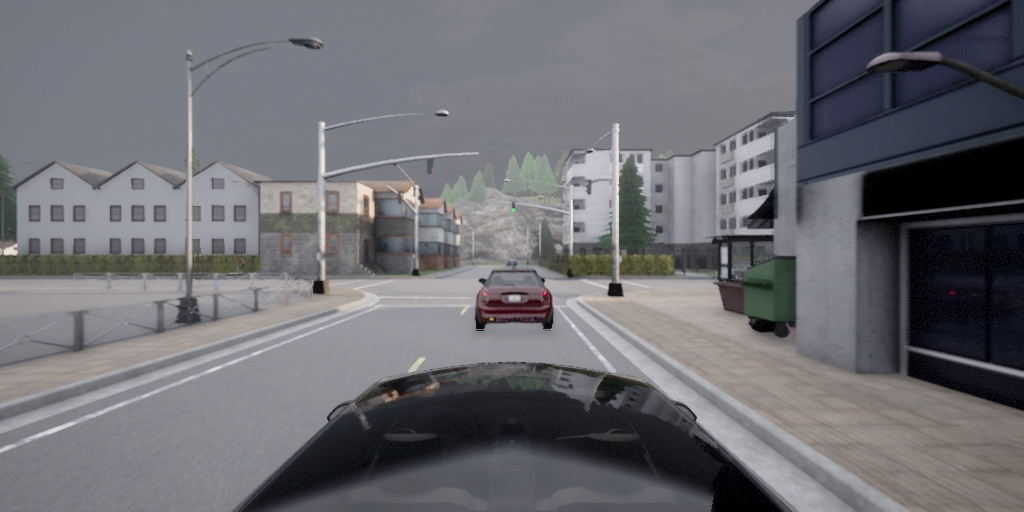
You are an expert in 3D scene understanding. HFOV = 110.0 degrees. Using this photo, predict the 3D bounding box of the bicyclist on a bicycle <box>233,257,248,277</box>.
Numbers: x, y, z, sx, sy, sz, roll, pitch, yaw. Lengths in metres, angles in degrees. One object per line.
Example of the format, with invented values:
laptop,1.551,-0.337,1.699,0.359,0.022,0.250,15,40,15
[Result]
bicyclist on a bicycle,-22.311,0.882,29.459,0.582,1.620,1.656,0,0,0

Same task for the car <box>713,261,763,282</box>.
car,17.022,1.070,25.546,4.902,1.511,2.128,0,0,0

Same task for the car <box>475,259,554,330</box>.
car,0.004,1.104,11.296,2.097,1.767,4.553,0,0,-2
